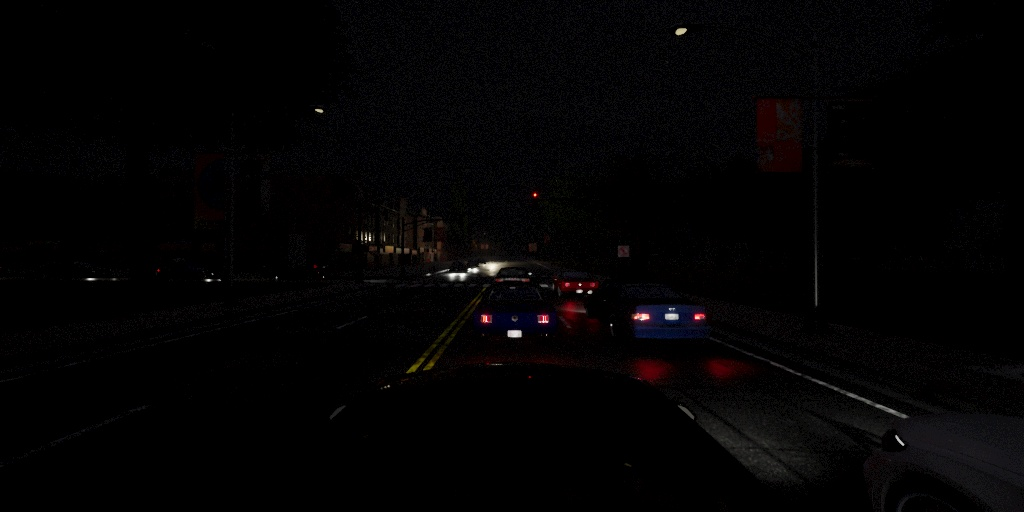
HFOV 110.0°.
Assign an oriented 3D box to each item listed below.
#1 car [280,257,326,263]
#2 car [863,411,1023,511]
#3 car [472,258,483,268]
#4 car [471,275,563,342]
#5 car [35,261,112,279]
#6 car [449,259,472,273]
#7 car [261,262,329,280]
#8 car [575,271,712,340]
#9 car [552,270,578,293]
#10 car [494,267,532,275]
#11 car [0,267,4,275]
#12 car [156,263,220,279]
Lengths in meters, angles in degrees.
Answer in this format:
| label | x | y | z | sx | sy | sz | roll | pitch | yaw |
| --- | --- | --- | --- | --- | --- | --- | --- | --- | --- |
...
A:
| label | x | y | z | sx | sy | sz | roll | pitch | yaw |
| --- | --- | --- | --- | --- | --- | --- | --- | --- | --- |
| car | -19.831 | 1.072 | 32.911 | 5.566 | 2.045 | 2.150 | 1 | 0 | 4 |
| car | 3.344 | 1.275 | 0.487 | 1.812 | 1.442 | 4.674 | 0 | 0 | 0 |
| car | -6.604 | 1.236 | 60.679 | 2.128 | 1.511 | 4.902 | 0 | 1 | 0 |
| car | 0.078 | 1.374 | 9.837 | 1.895 | 1.301 | 4.718 | 0 | 0 | 0 |
| car | -36.884 | 1.164 | 30.260 | 5.008 | 1.535 | 1.882 | 0 | 0 | 0 |
| car | -6.618 | 1.425 | 44.877 | 1.994 | 1.385 | 4.181 | 0 | 0 | 0 |
| car | -18.098 | 1.449 | 30.251 | 4.718 | 1.301 | 1.895 | 1 | 0 | 0 |
| car | 3.328 | 1.321 | 9.963 | 2.033 | 1.411 | 5.357 | 0 | 0 | 0 |
| car | 3.296 | 1.439 | 19.606 | 1.895 | 1.301 | 4.718 | 0 | 0 | 0 |
| car | 0.045 | 1.313 | 19.178 | 1.882 | 1.535 | 5.008 | 0 | 0 | 0 |
| car | -50.227 | 1.198 | 33.212 | 4.181 | 1.385 | 1.994 | 0 | 0 | 0 |
| car | -27.260 | 1.325 | 30.248 | 4.181 | 1.385 | 1.994 | 0 | 0 | 0 |
